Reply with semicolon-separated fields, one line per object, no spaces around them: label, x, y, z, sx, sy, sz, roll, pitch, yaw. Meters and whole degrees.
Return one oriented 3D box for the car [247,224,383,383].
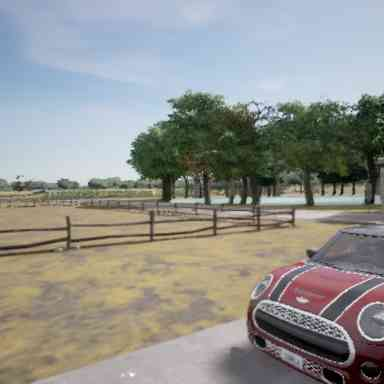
car;2.997;1.342;5.185;4.553;1.767;2.097;0;0;-35
